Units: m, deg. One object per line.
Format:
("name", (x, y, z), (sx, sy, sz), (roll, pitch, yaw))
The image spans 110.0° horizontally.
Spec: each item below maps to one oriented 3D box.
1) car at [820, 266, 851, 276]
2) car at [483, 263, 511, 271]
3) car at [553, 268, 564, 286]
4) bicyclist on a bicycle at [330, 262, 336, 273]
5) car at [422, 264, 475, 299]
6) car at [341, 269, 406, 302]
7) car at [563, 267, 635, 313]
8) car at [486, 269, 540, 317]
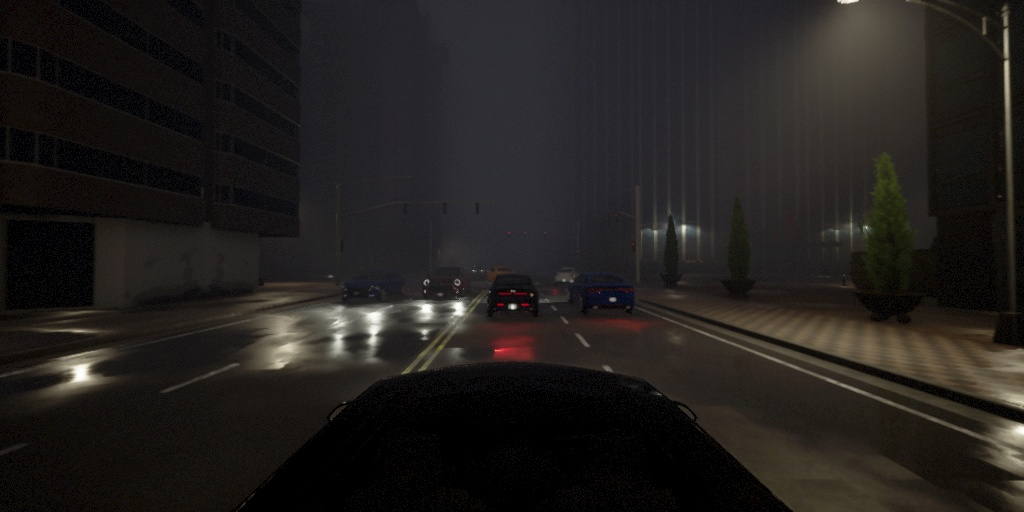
("car", (42.378, 1.929, 46.295), (4.181, 1.385, 1.994), (0, -1, 0))
("car", (-0.940, 1.624, 30.245), (1.882, 1.535, 5.008), (1, -1, -13))
("car", (4.753, 1.663, 29.614), (1.812, 1.442, 4.674), (-1, -1, 19))
("bicyclist on a bicycle", (-26.411, 1.767, 52.949), (0.582, 1.620, 1.656), (0, -1, -1))
("car", (-3.541, 1.357, 20.066), (2.097, 1.767, 4.553), (0, -1, 1))
("car", (-7.052, 1.466, 18.781), (1.882, 1.535, 5.008), (0, -1, 0))
("car", (3.554, 1.412, 15.033), (1.882, 1.535, 5.008), (0, -1, 0))
("car", (0.048, 1.429, 14.145), (1.837, 1.490, 4.892), (0, 0, 1))
